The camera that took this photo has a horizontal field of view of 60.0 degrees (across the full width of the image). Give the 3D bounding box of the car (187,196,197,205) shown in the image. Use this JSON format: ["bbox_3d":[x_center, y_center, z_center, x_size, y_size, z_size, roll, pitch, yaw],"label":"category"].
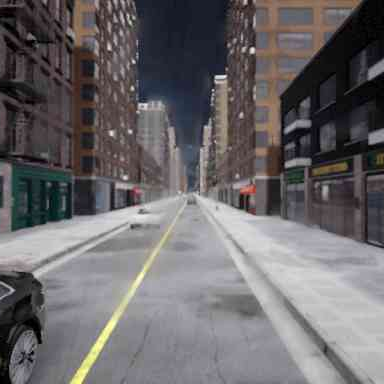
[{"bbox_3d":[0.031,1.693,61.727,2.033,1.411,5.357,0,0,0],"label":"car"}]

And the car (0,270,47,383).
[{"bbox_3d":[-2.831,1.497,2.443,2.128,1.511,4.902,0,0,0],"label":"car"}]

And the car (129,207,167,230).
[{"bbox_3d":[-2.771,1.651,21.601,1.895,1.301,4.718,0,0,1],"label":"car"}]

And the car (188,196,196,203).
[{"bbox_3d":[0.036,1.526,72.148,1.812,1.442,4.674,0,0,0],"label":"car"}]
